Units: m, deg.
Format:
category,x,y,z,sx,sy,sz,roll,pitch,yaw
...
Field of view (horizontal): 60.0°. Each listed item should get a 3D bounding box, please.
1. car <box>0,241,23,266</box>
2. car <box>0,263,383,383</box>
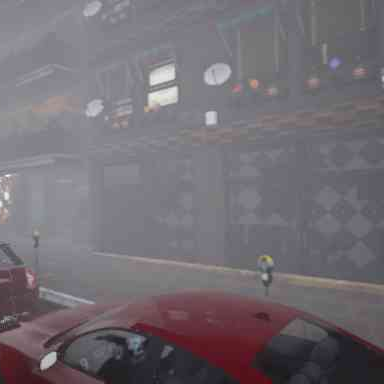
category,x,y,z,sx,sy,sz,roll,pitch,yaw
car,-4.610,1.502,6.030,4.097,1.590,1.967,-1,-2,35
car,-0.107,1.559,2.817,4.507,1.381,1.887,-1,-2,35
